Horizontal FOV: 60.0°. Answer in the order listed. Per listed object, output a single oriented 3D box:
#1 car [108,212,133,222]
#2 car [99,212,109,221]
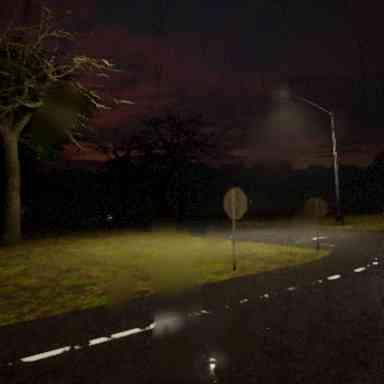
[{"bbox_3d":[-11.700,4.227,55.959,2.033,1.411,5.357,-2,-2,-34],"label":"car"},{"bbox_3d":[-15.711,4.460,61.729,2.128,1.511,4.902,-2,-1,-35],"label":"car"}]
